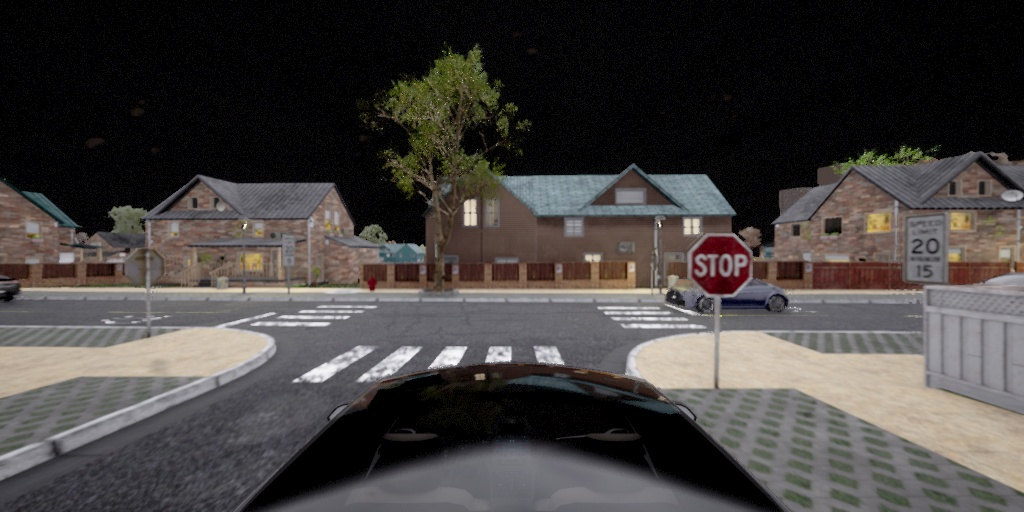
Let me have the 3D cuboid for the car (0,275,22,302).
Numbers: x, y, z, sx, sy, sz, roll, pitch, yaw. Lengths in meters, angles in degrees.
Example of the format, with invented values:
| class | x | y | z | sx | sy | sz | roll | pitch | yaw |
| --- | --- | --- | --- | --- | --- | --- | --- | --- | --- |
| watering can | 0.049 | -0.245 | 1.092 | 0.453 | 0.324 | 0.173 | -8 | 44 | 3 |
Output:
| class | x | y | z | sx | sy | sz | roll | pitch | yaw |
| --- | --- | --- | --- | --- | --- | --- | --- | --- | --- |
| car | -24.240 | 1.353 | 15.369 | 4.902 | 1.511 | 2.128 | 0 | 1 | 2 |

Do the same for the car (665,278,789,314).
| class | x | y | z | sx | sy | sz | roll | pitch | yaw |
| --- | --- | --- | --- | --- | --- | --- | --- | --- | --- |
| car | 8.328 | 1.417 | 14.089 | 4.181 | 1.385 | 1.994 | 0 | 1 | -2 |

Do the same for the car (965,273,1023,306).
| class | x | y | z | sx | sy | sz | roll | pitch | yaw |
| --- | --- | --- | --- | --- | --- | --- | --- | --- | --- |
| car | 20.066 | 1.368 | 13.931 | 4.674 | 1.442 | 1.812 | 0 | 1 | 1 |
